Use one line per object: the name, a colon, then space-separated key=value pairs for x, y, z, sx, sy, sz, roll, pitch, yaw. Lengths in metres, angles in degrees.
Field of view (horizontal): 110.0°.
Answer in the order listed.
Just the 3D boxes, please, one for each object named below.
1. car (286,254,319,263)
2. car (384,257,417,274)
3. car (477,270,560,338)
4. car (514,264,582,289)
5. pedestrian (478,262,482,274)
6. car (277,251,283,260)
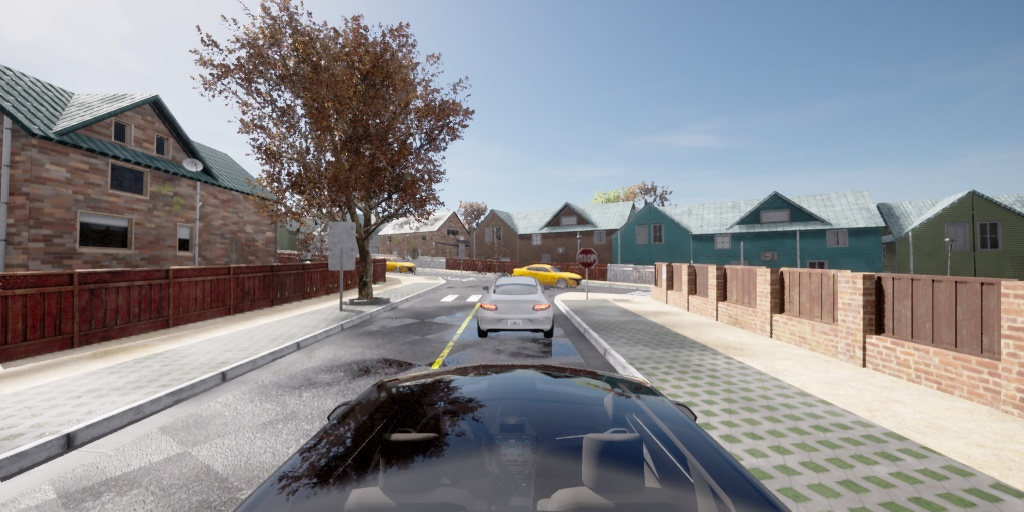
car: x=-24.130 y=0.472 z=41.686 sx=4.718 sy=1.301 sz=1.895 roll=2 pitch=0 yaw=32
car: x=-11.029 y=0.846 z=33.481 sx=5.008 sy=1.535 sz=1.882 roll=2 pitch=0 yaw=32
car: x=0.116 y=1.280 z=10.066 sx=1.812 sy=1.442 sz=4.674 roll=0 pitch=0 yaw=1
car: x=2.407 y=1.389 z=25.068 sx=5.008 sy=1.535 sz=1.882 roll=2 pitch=0 yaw=32
pedestrian: x=-3.147 y=1.122 z=35.458 sx=0.375 sy=1.300 sz=0.375 roll=-1 pitch=-5 yaw=32
car: x=-33.444 y=0.019 z=50.870 sx=5.008 sy=1.535 sz=1.882 roll=2 pitch=0 yaw=32
